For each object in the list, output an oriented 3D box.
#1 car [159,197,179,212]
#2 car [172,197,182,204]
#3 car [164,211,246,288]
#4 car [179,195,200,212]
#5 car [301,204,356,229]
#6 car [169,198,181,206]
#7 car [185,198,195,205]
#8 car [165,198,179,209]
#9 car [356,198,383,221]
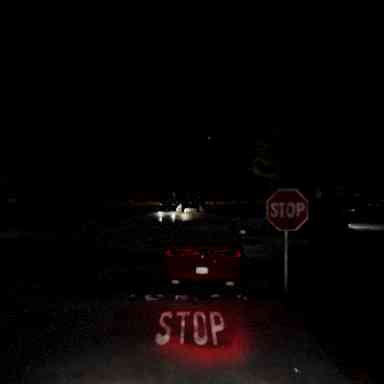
[{"bbox_3d":[-3.061,1.547,42.598,2.097,1.767,4.553,0,0,-1],"label":"car"},{"bbox_3d":[-3.247,1.884,72.373,2.033,1.411,5.357,0,0,0],"label":"car"},{"bbox_3d":[0.498,1.517,9.418,1.882,1.535,5.008,0,-1,7],"label":"car"},{"bbox_3d":[-0.201,1.416,42.590,2.150,2.045,5.566,0,0,0],"label":"car"},{"bbox_3d":[7.261,1.483,20.251,4.181,1.385,1.994,-1,1,0],"label":"car"},{"bbox_3d":[-3.188,1.869,61.965,1.994,1.385,4.181,0,0,0],"label":"car"},{"bbox_3d":[-0.389,1.924,70.548,1.994,1.385,4.181,0,0,0],"label":"car"},{"bbox_3d":[-3.147,1.724,52.072,1.882,1.535,5.008,0,0,0],"label":"car"},{"bbox_3d":[13.368,1.213,24.011,4.902,1.511,2.128,-1,1,2],"label":"car"}]
